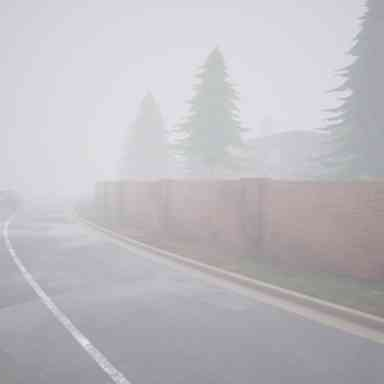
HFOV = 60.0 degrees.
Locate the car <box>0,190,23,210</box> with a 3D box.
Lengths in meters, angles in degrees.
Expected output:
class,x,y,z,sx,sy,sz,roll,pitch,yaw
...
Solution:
class,x,y,z,sx,sy,sz,roll,pitch,yaw
car,-16.663,0.592,30.026,2.097,1.767,4.553,1,1,-19
